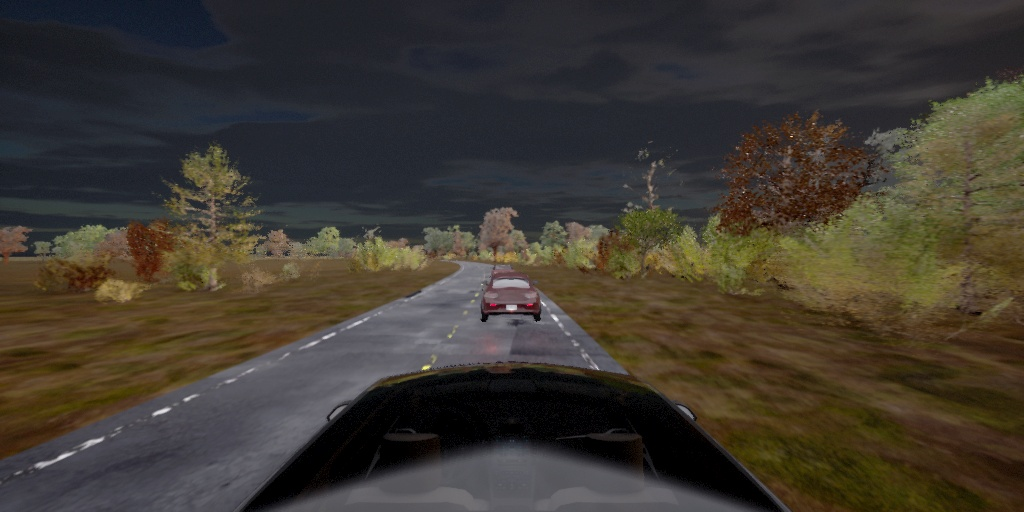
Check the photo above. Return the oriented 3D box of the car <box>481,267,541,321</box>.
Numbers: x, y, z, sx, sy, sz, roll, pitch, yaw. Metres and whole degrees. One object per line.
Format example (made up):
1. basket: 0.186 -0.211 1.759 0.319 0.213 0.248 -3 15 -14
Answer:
1. car: -0.061 1.276 12.345 1.812 1.442 4.674 0 0 -1

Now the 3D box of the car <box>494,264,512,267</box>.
1. car: -0.798 1.356 30.189 1.895 1.301 4.718 0 0 -3
